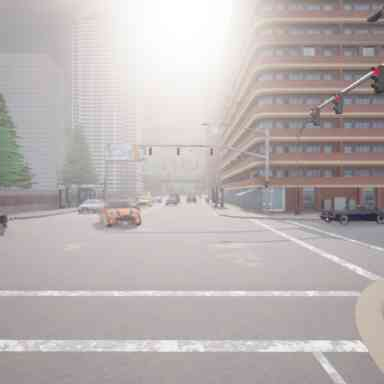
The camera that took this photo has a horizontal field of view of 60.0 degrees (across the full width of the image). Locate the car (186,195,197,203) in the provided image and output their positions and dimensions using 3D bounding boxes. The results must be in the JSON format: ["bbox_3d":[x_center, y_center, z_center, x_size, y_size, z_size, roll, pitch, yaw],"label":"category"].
[{"bbox_3d":[-0.089,1.350,69.723,2.097,1.767,4.553,0,0,0],"label":"car"}]

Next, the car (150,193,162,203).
[{"bbox_3d":[-7.105,1.493,67.164,2.128,1.511,4.902,0,0,0],"label":"car"}]

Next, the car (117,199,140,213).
[{"bbox_3d":[-7.133,1.526,37.810,1.812,1.442,4.674,0,0,0],"label":"car"}]

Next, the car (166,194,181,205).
[{"bbox_3d":[-3.472,1.547,57.434,2.033,1.411,5.357,0,0,0],"label":"car"}]

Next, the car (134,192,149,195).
[{"bbox_3d":[-10.603,1.221,66.279,2.150,2.045,5.566,0,0,1],"label":"car"}]

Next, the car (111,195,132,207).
[{"bbox_3d":[-10.658,1.351,50.601,2.097,1.767,4.553,0,0,0],"label":"car"}]

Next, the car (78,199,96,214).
[{"bbox_3d":[-10.646,1.526,35.539,1.812,1.442,4.674,0,0,1],"label":"car"}]

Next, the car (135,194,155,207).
[{"bbox_3d":[-7.160,1.477,50.511,1.882,1.535,5.008,0,0,0],"label":"car"}]

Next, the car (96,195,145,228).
[{"bbox_3d":[-4.936,1.331,22.382,2.097,1.767,4.553,0,0,-23],"label":"car"}]

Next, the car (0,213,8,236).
[{"bbox_3d":[-10.619,1.464,15.479,1.882,1.535,5.008,0,0,0],"label":"car"}]

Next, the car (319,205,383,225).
[{"bbox_3d":[11.393,1.545,23.237,4.718,1.301,1.895,0,0,-13],"label":"car"}]
